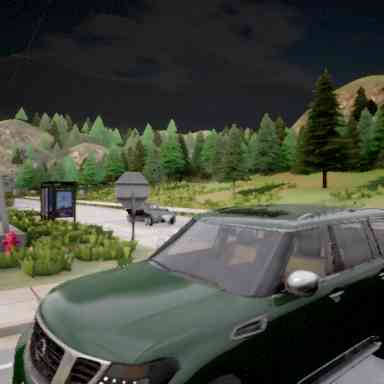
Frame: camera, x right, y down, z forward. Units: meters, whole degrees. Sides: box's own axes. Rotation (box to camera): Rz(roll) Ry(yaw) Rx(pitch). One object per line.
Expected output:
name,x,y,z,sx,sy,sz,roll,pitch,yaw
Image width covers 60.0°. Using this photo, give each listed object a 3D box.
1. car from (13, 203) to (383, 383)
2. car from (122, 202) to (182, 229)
car,0.906,1.223,4.250,5.566,2.045,2.150,0,1,-39
car,-2.926,1.499,23.089,2.128,1.511,4.902,0,0,-34
